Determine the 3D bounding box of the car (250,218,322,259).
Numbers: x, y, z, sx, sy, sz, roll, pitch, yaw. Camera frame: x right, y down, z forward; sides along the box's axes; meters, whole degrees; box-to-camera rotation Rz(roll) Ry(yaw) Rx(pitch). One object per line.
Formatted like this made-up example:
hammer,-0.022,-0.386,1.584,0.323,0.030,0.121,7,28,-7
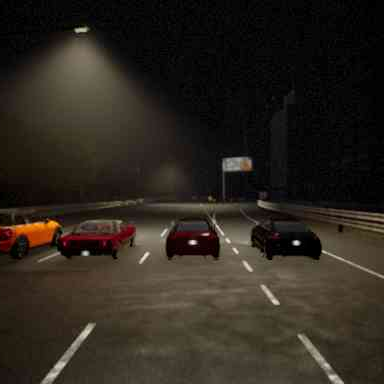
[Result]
car,3.551,1.707,13.240,1.994,1.385,4.181,0,-1,1

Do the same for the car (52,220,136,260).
car,-3.454,1.743,13.091,1.895,1.301,4.718,0,-1,1

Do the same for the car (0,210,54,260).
car,-6.949,1.495,13.278,2.097,1.767,4.553,0,-1,1

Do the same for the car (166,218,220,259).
car,0.052,1.708,13.320,1.994,1.385,4.181,0,-1,1
